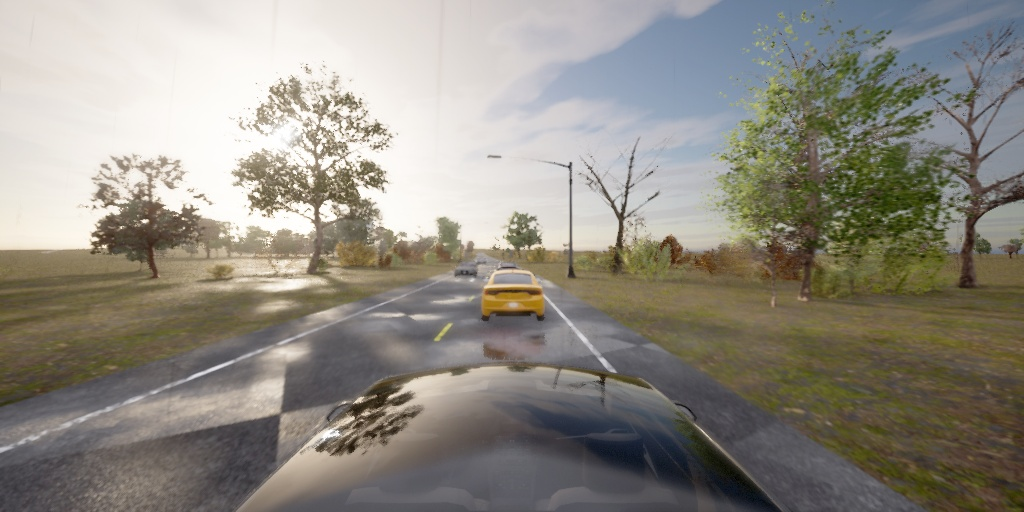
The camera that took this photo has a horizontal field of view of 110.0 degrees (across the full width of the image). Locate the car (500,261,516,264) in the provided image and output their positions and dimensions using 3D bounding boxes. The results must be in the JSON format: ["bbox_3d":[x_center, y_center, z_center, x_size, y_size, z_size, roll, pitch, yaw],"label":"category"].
[{"bbox_3d":[-0.355,1.195,30.207,2.128,1.511,4.902,0,0,-2],"label":"car"}]

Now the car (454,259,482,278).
[{"bbox_3d":[-4.136,1.264,32.914,1.994,1.385,4.181,0,0,-2],"label":"car"}]

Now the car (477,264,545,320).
[{"bbox_3d":[0.016,1.213,12.529,1.882,1.535,5.008,0,0,-1],"label":"car"}]
